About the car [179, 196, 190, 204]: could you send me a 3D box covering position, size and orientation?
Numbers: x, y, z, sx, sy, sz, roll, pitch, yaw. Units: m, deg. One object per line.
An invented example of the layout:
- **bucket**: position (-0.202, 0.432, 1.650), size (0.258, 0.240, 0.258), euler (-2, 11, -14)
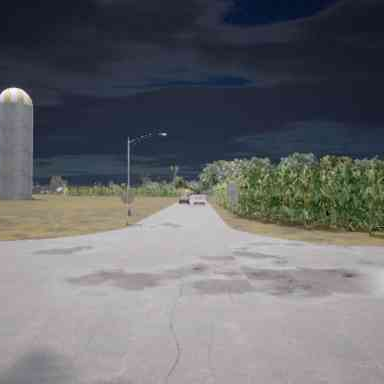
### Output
- **car**: position (-1.425, 1.456, 61.939), size (1.882, 1.535, 5.008), euler (0, 0, 1)

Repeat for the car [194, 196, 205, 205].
- **car**: position (1.239, 1.582, 57.741), size (1.895, 1.301, 4.718), euler (0, 0, 1)

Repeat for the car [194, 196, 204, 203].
- **car**: position (1.445, 1.520, 67.714), size (2.033, 1.411, 5.357), euler (0, 0, 1)
